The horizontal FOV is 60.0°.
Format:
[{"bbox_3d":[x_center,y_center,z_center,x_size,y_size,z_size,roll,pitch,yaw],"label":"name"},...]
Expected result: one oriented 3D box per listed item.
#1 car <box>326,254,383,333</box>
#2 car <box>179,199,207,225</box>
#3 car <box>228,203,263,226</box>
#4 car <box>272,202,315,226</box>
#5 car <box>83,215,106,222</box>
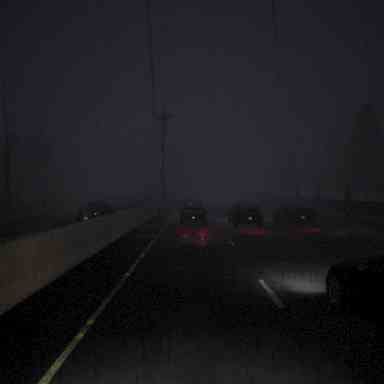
[{"bbox_3d":[3.600,1.523,4.774,1.812,1.442,4.674,0,0,0],"label":"car"},{"bbox_3d":[0.096,1.480,24.193,2.128,1.511,4.902,0,0,0],"label":"car"},{"bbox_3d":[3.598,1.467,23.043,1.882,1.535,5.008,0,0,0],"label":"car"},{"bbox_3d":[7.098,1.467,23.662,1.882,1.535,5.008,0,0,0],"label":"car"},{"bbox_3d":[-7.049,1.480,24.622,2.128,1.511,4.902,0,0,0],"label":"car"}]
